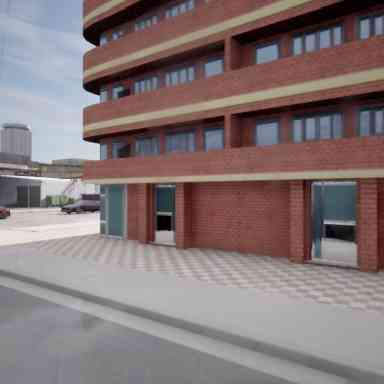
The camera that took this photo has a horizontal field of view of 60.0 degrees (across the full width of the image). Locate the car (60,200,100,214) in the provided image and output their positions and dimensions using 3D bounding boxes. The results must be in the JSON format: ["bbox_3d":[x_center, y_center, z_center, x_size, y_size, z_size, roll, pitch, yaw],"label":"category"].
[{"bbox_3d":[-11.215,1.573,35.423,2.033,1.411,5.357,0,0,34],"label":"car"}]

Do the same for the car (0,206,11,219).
[{"bbox_3d":[-17.062,1.589,26.915,1.994,1.385,4.181,0,0,34],"label":"car"}]
